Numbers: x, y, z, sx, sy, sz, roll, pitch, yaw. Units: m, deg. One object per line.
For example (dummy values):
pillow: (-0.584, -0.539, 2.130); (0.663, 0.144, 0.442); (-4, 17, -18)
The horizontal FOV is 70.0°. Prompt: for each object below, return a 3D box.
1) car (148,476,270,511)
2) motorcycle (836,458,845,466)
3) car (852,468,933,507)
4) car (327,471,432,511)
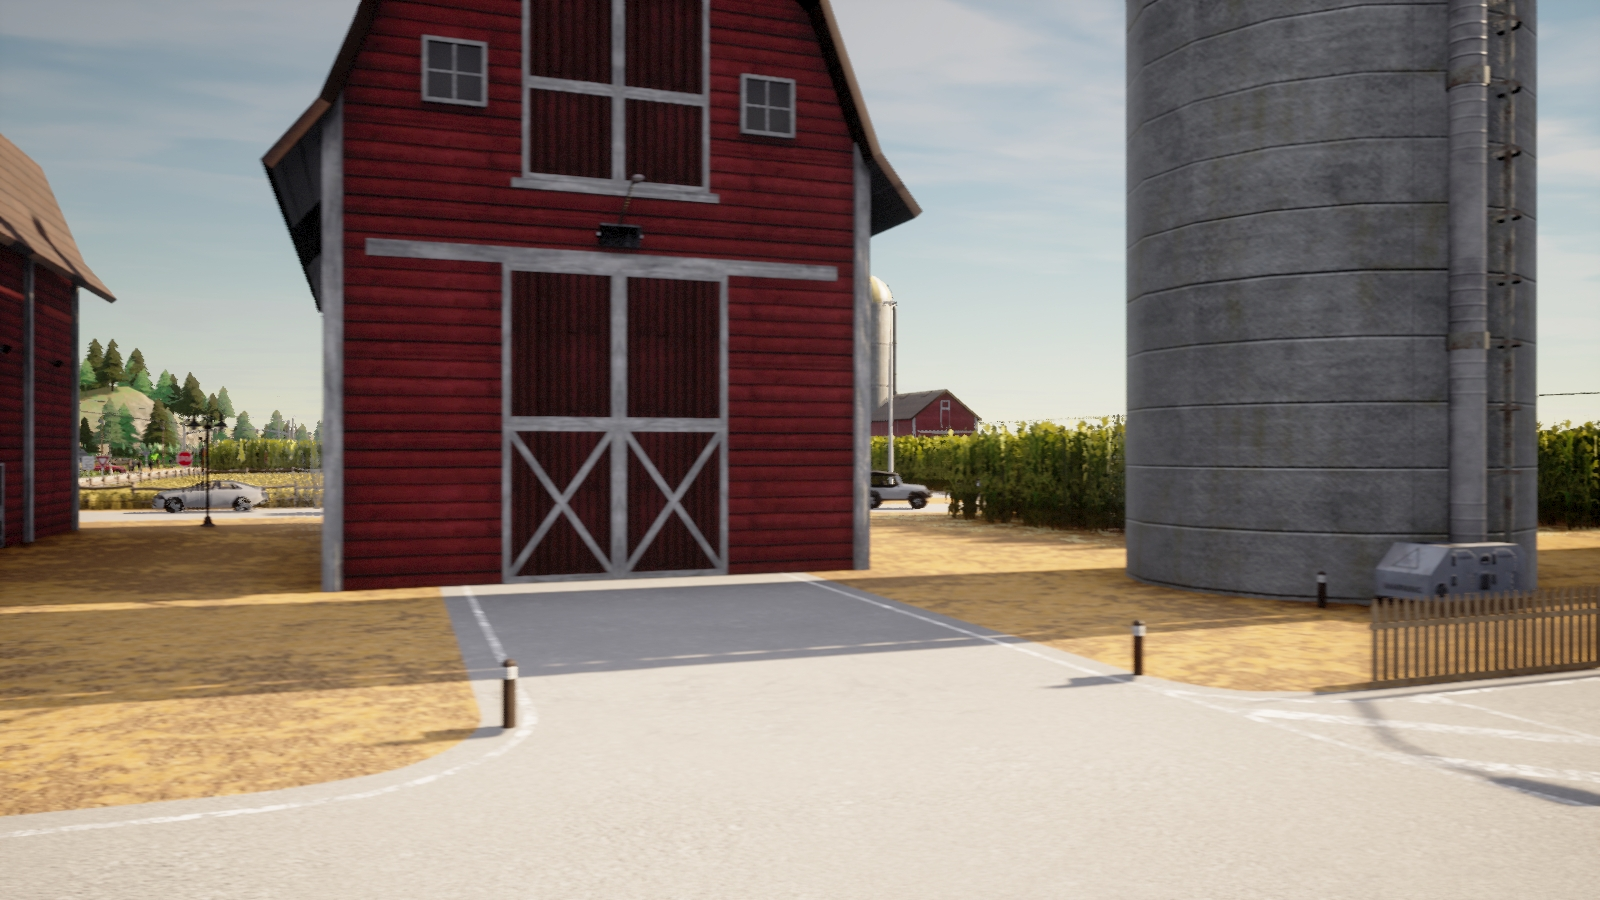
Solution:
car: (-27.871, 2.048, 54.098); (4.902, 1.511, 2.128); (0, 0, -20)
motorcycle: (7.055, 2.154, 200.467); (0.764, 1.307, 2.356); (0, 0, -21)
car: (4.661, 1.857, 57.209); (3.866, 1.878, 1.905); (0, 0, 9)
car: (-19.800, 1.905, 53.798); (4.553, 1.767, 2.097); (0, 0, -22)
